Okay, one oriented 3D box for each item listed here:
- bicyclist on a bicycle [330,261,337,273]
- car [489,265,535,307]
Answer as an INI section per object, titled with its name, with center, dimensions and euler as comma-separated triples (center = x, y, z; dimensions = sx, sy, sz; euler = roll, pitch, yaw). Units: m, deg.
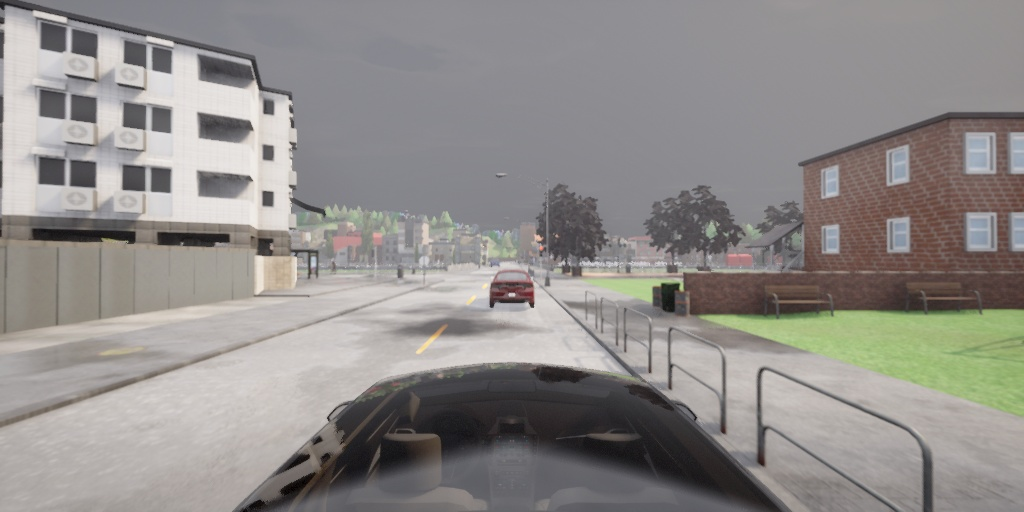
[bicyclist on a bicycle]
center = -24.036, 1.522, 48.277
dimensions = 0.582, 1.620, 1.656
euler = 0, 0, 0
[car]
center = 0.003, 1.360, 16.321
dimensions = 1.882, 1.535, 5.008
euler = 0, 0, 0
